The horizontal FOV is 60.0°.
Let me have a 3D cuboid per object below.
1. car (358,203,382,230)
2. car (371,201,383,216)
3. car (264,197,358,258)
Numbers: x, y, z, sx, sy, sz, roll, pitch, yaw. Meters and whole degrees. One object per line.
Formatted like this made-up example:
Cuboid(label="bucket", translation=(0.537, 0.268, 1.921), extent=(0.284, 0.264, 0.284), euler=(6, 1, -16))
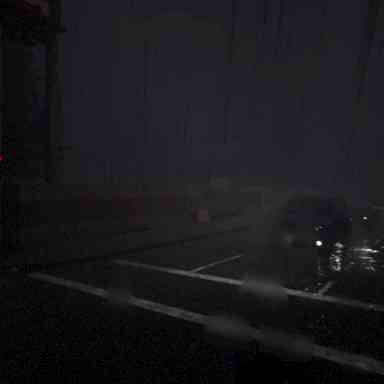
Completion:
Cuboid(label="car", translation=(10.810, 1.604, 21.632), extent=(1.895, 1.301, 4.718), euler=(0, 0, 36))
Cuboid(label="car", translation=(17.047, 1.530, 30.253), extent=(1.812, 1.442, 4.674), euler=(0, 0, 36))
Cuboid(label="car", translation=(4.853, 1.225, 13.367), extent=(2.150, 2.045, 5.566), euler=(0, 0, 36))
